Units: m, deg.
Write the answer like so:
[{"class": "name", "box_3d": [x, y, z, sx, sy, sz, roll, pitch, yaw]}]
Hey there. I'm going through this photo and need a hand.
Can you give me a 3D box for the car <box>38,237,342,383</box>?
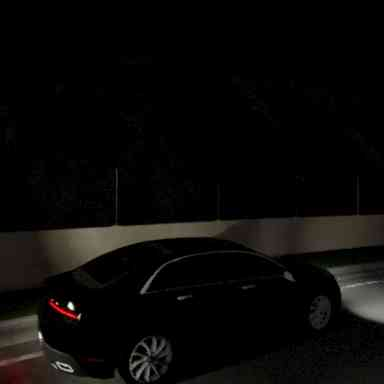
[{"class": "car", "box_3d": [0.290, 1.485, 5.213, 4.892, 1.490, 1.837, 0, 0, -31]}]
